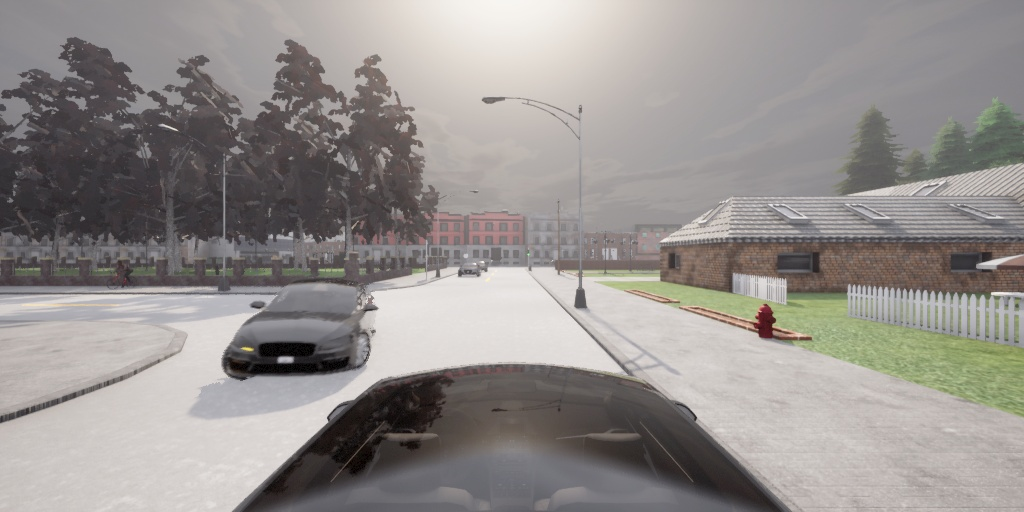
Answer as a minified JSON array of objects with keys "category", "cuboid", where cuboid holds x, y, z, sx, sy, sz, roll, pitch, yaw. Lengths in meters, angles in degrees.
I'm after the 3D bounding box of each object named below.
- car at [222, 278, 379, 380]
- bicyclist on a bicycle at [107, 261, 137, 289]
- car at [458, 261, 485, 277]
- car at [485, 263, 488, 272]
[{"category":"car","cuboid":[-3.930,1.257,7.512,1.837,1.490,4.892,4,-1,-16]},{"category":"bicyclist on a bicycle","cuboid":[-22.656,1.099,20.853,0.582,1.620,1.656,0,0,0]},{"category":"car","cuboid":[-4.125,1.314,35.608,1.994,1.385,4.181,0,0,0]},{"category":"car","cuboid":[-4.109,1.314,45.593,1.994,1.385,4.181,0,0,0]}]
